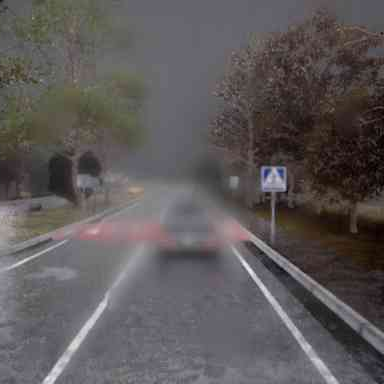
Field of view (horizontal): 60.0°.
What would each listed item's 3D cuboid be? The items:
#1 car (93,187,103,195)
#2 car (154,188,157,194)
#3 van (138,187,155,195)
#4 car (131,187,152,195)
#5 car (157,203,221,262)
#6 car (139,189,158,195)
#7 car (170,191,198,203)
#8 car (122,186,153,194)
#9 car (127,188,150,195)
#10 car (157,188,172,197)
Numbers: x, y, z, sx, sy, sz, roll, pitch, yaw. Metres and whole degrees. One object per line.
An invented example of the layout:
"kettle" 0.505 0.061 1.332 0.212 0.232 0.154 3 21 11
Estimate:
"car" -24.860 -0.118 79.311 5.366 1.575 1.946 0 0 -1
"car" -11.995 -0.366 82.144 5.566 2.045 2.435 0 0 -1
"van" -12.317 -0.286 90.467 4.442 1.987 1.878 0 0 -1
"car" -11.995 -0.256 79.371 4.553 1.767 2.185 0 0 -1
"car" -0.118 1.319 11.206 2.033 1.411 5.357 0 1 -1
"car" -12.264 -0.042 93.244 5.008 1.535 2.097 0 0 -1
"car" -0.473 0.772 28.316 2.128 1.511 4.902 0 2 -1
"car" -11.602 -0.141 71.059 5.366 1.575 1.946 0 0 -1
"car" -11.852 -0.142 73.823 4.892 1.521 2.231 0 0 -1
"car" -4.479 -0.003 58.436 1.882 1.535 5.008 0 1 -1
